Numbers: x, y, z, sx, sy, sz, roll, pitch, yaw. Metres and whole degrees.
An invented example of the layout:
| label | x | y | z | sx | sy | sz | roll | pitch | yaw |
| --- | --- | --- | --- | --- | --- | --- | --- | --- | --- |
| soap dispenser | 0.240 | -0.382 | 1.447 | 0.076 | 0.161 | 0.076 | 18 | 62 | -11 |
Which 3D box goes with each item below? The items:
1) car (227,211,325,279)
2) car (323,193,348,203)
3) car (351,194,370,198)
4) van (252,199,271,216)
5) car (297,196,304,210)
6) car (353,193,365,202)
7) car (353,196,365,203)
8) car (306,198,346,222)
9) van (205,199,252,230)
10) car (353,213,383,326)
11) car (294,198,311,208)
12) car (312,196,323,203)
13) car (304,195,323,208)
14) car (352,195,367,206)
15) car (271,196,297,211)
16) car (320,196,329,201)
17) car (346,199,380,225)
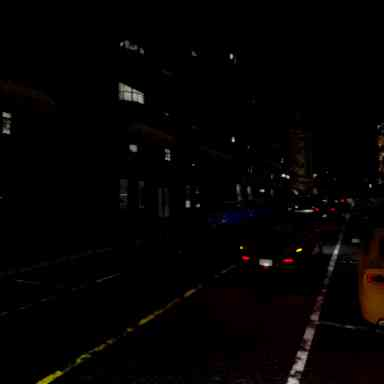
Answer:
| label | x | y | z | sx | sy | sz | roll | pitch | yaw |
| --- | --- | --- | --- | --- | --- | --- | --- | --- | --- |
| car | 2.804 | 1.535 | 10.148 | 1.812 | 1.442 | 4.674 | -2 | 0 | 26 |
| car | 17.608 | 1.138 | 40.368 | 2.150 | 2.045 | 5.566 | -2 | -1 | 26 |
| car | 16.625 | 1.308 | 32.505 | 1.967 | 1.590 | 4.097 | 0 | 0 | 26 |
| van | 4.687 | 1.435 | 26.127 | 1.690 | 1.788 | 3.998 | 0 | 0 | 26 |
| car | 12.026 | 1.369 | 41.006 | 2.192 | 1.841 | 5.009 | 0 | 0 | 26 |
| car | 36.161 | 1.136 | 72.209 | 2.192 | 1.841 | 5.009 | 0 | 0 | 26 |
| car | 31.269 | 1.403 | 62.287 | 1.802 | 1.307 | 4.206 | 0 | 0 | 26 |
| car | 10.291 | 1.445 | 25.294 | 2.128 | 1.511 | 4.902 | -2 | -1 | 26 |
| van | 2.241 | 1.451 | 21.166 | 1.690 | 1.788 | 3.998 | 0 | 0 | 26 |
| car | 4.338 | 1.422 | 6.639 | 1.882 | 1.535 | 5.008 | -2 | 0 | 26 |
| car | 16.920 | 1.600 | 50.929 | 1.947 | 1.339 | 4.313 | 0 | 0 | 26 |
| car | 26.705 | 1.562 | 70.768 | 1.887 | 1.381 | 4.507 | 0 | 0 | 26 |
| car | 15.961 | 1.529 | 43.232 | 2.033 | 1.411 | 5.357 | -2 | -1 | 26 |
| car | 26.374 | 1.270 | 52.366 | 1.967 | 1.590 | 4.097 | 0 | 0 | 26 |
| car | 9.580 | 1.382 | 36.047 | 2.192 | 1.841 | 5.009 | 0 | 0 | 26 |
| car | 34.046 | 1.607 | 85.649 | 1.802 | 1.307 | 4.206 | 0 | 0 | 26 |
| car | 11.726 | 1.441 | 22.587 | 1.887 | 1.381 | 4.507 | 0 | 0 | 26 |
